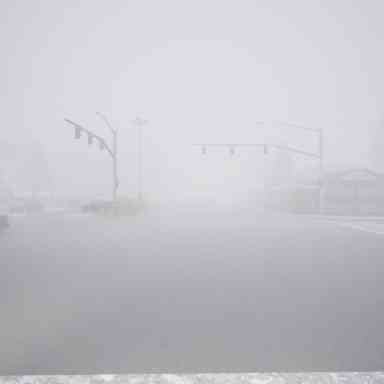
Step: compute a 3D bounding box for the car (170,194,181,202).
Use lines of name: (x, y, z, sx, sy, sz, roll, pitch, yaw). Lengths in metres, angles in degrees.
car: (-3.583, 1.465, 70.052, 1.895, 1.301, 4.718, 0, 0, 0)

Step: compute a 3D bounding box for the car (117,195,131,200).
car: (-10.721, 1.256, 51.755, 2.097, 1.767, 4.553, 0, 0, 0)

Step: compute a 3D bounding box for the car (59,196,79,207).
car: (-17.715, 1.399, 48.456, 2.128, 1.511, 4.902, 0, 0, 0)

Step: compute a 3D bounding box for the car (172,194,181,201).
car: (-3.697, 1.323, 80.320, 1.882, 1.535, 5.008, 0, 0, 0)

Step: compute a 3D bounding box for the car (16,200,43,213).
car: (-17.687, 1.500, 35.676, 1.994, 1.385, 4.181, 0, 0, 0)

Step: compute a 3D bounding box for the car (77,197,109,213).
car: (-10.692, 1.533, 36.750, 1.895, 1.301, 4.718, 0, 0, 0)

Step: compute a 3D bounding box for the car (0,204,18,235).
car: (-10.639, 1.522, 15.501, 2.033, 1.411, 5.357, 0, 0, 0)

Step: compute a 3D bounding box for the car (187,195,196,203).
car: (-0.068, 1.419, 66.527, 2.033, 1.411, 5.357, 0, 0, 0)

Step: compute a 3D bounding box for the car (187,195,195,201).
car: (-0.193, 1.444, 77.929, 1.895, 1.301, 4.718, 0, 0, 0)

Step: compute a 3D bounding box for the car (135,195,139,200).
car: (-10.672, 1.356, 68.278, 1.882, 1.535, 5.008, 0, 1, 0)

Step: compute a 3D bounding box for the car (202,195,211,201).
car: (3.307, 1.401, 77.781, 1.994, 1.385, 4.181, 0, 0, 0)

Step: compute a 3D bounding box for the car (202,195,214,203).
car: (3.437, 1.418, 66.695, 2.033, 1.411, 5.357, 0, 0, -1)

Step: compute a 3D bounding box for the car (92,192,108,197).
car: (-17.679, 1.100, 64.020, 2.150, 2.045, 5.566, 0, 1, 1)
